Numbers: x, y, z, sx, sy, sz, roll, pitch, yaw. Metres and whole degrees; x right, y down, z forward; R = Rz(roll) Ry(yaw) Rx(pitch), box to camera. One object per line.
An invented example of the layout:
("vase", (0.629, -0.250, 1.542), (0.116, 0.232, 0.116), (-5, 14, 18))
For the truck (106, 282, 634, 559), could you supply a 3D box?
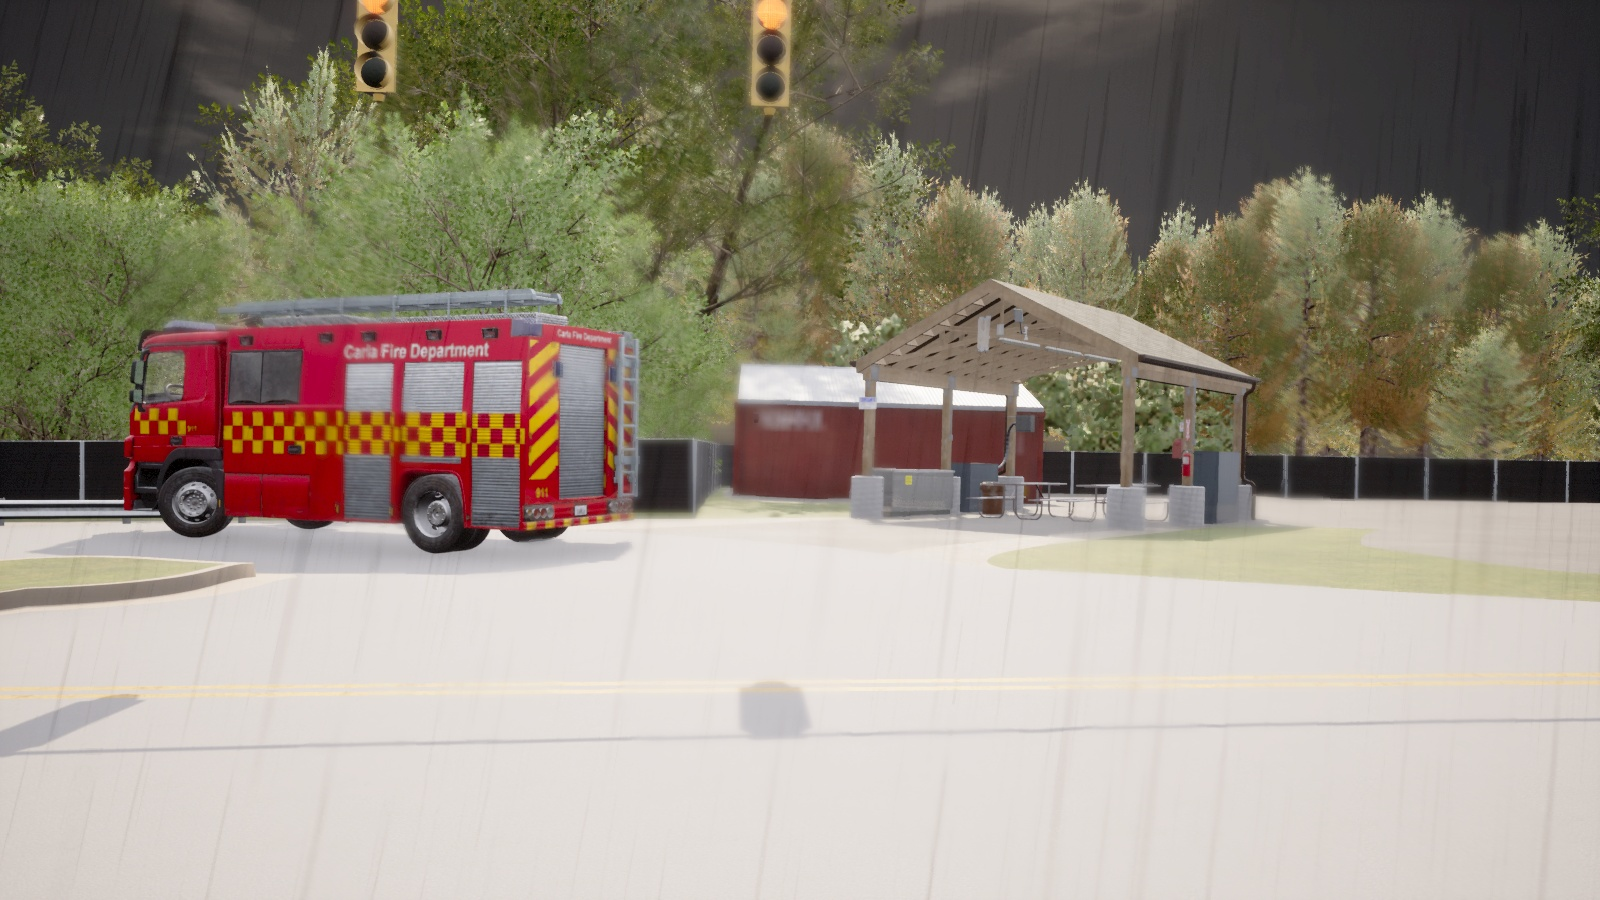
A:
("truck", (-7.108, -0.474, 20.463), (8.468, 3.827, 2.891), (1, 1, 25))
